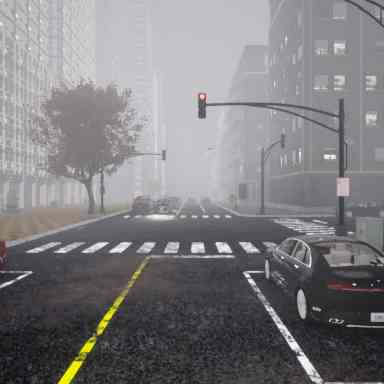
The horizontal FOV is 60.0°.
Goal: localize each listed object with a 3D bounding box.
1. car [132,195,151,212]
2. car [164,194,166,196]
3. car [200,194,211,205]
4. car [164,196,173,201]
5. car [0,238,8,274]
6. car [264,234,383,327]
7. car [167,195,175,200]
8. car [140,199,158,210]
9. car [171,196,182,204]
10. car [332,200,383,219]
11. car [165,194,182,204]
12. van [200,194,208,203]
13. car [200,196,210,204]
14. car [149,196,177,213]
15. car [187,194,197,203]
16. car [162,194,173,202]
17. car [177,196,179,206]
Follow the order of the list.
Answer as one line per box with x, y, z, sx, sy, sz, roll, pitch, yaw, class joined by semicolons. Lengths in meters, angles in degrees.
-5.742;1.336;39.301;2.192;1.841;5.009;0;0;0;car
-5.784;1.626;72.439;1.947;1.339;4.313;0;0;0;car
2.611;1.610;61.402;1.947;1.339;4.313;0;0;0;car
-5.798;1.631;83.484;2.008;1.369;4.403;0;0;0;car
-5.701;1.545;6.913;1.887;1.381;4.507;0;0;0;car
2.680;1.551;6.923;2.008;1.369;4.403;0;0;0;car
-5.812;1.654;94.529;2.008;1.369;4.403;0;0;0;car
-5.749;1.592;44.824;1.947;1.339;4.313;0;0;0;car
-3.111;1.530;66.925;1.882;1.535;5.008;0;0;0;car
13.392;1.350;26.343;4.403;1.369;2.008;-1;1;-1;car
-3.156;1.516;56.438;1.882;1.535;5.008;0;0;0;car
2.596;1.402;72.449;1.690;1.788;3.998;0;0;0;van
2.604;1.577;67.095;1.752;1.417;4.829;0;0;0;car
-3.146;1.510;37.116;2.128;1.511;4.902;0;0;0;car
-0.088;1.602;68.630;2.033;1.411;5.357;0;0;0;car
-5.792;1.385;77.961;2.192;1.841;5.009;0;0;0;car
-3.157;1.629;46.352;1.895;1.301;4.718;0;0;0;car
